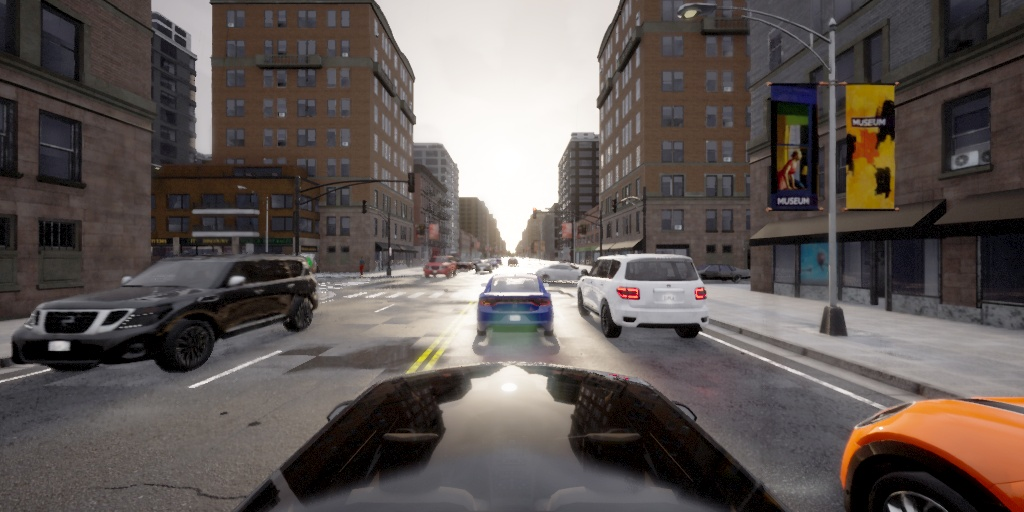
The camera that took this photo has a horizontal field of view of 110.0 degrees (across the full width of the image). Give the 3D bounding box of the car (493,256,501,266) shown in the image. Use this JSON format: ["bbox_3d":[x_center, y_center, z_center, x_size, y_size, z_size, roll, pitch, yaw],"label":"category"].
[{"bbox_3d":[-3.278,1.214,58.596,1.882,1.535,5.008,0,0,0],"label":"car"}]

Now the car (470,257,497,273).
[{"bbox_3d":[-3.308,1.235,42.258,2.128,1.511,4.902,0,0,0],"label":"car"}]

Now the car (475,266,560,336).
[{"bbox_3d":[0.090,1.227,10.436,1.882,1.535,5.008,0,0,0],"label":"car"}]

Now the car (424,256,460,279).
[{"bbox_3d":[-6.568,0.980,33.408,2.150,2.045,5.566,0,0,0],"label":"car"}]

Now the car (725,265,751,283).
[{"bbox_3d":[15.868,1.334,28.321,5.357,1.411,2.033,0,0,0],"label":"car"}]

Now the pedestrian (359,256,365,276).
[{"bbox_3d":[-14.110,0.915,33.569,0.375,1.860,0.375,0,0,0],"label":"pedestrian"}]

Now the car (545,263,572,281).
[{"bbox_3d":[4.029,1.273,26.827,4.674,1.442,1.812,0,1,26],"label":"car"}]

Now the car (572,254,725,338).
[{"bbox_3d":[3.341,0.971,10.294,2.150,2.045,5.566,0,0,0],"label":"car"}]

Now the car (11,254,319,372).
[{"bbox_3d":[-6.596,0.972,7.990,2.150,2.045,5.566,0,0,0],"label":"car"}]

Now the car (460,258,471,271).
[{"bbox_3d":[-6.548,1.093,49.580,2.097,1.767,4.553,0,0,0],"label":"car"}]

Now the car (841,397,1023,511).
[{"bbox_3d":[3.343,1.102,0.584,2.097,1.767,4.553,0,0,0],"label":"car"}]
